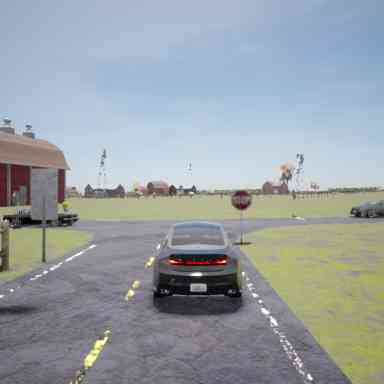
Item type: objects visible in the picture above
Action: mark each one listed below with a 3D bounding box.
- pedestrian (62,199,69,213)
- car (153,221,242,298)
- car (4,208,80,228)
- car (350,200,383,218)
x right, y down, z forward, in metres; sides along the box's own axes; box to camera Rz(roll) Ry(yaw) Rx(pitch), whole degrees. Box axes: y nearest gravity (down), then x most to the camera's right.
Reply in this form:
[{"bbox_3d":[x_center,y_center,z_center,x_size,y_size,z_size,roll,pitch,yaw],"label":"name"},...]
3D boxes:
[{"bbox_3d":[-11.139,1.491,29.265,0.375,1.860,0.375,0,0,4],"label":"pedestrian"},{"bbox_3d":[0.118,1.506,8.520,1.837,1.490,4.892,0,0,0],"label":"car"},{"bbox_3d":[-10.264,1.734,22.911,4.718,1.301,1.895,-1,-1,11],"label":"car"},{"bbox_3d":[14.818,1.308,26.310,4.181,1.385,1.994,-1,0,-3],"label":"car"}]
